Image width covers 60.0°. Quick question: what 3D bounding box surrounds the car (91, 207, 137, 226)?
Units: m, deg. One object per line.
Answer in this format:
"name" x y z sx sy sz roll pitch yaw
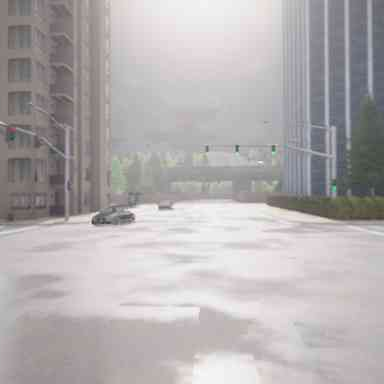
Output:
"car" -5.992 1.889 25.918 1.994 1.385 4.181 0 0 17

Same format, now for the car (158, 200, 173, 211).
"car" -3.967 1.979 50.485 1.882 1.535 5.008 0 1 3
